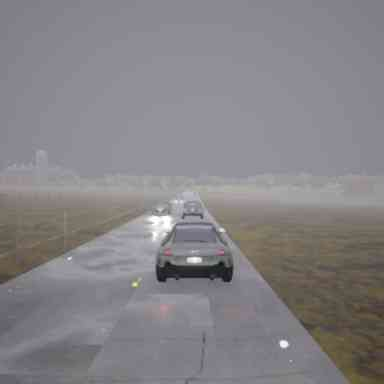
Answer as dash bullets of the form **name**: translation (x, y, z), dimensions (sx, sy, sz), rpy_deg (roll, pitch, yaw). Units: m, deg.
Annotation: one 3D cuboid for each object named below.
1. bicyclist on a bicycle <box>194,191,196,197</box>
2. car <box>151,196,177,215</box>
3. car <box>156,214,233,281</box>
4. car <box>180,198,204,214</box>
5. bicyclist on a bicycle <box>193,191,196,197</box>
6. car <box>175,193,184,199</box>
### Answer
- **bicyclist on a bicycle**: translation (0.736, 0.646, 83.609), dimensions (0.659, 1.776, 1.843), rpy_deg (0, 1, 0)
- **car**: translation (-2.904, 1.423, 32.811), dimensions (2.128, 1.511, 4.902), rpy_deg (0, 0, 0)
- **car**: translation (0.066, 1.579, 9.912), dimensions (1.994, 1.385, 4.181), rpy_deg (0, 0, 0)
- **car**: translation (0.045, 1.502, 29.026), dimensions (2.033, 1.411, 5.357), rpy_deg (0, 0, 0)
- **bicyclist on a bicycle**: translation (0.766, 0.541, 92.607), dimensions (0.866, 1.612, 1.509), rpy_deg (0, 1, 0)
- **car**: translation (-2.797, 0.927, 73.476), dimensions (2.128, 1.511, 4.902), rpy_deg (0, 1, 0)
